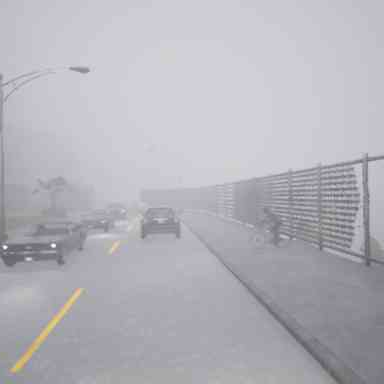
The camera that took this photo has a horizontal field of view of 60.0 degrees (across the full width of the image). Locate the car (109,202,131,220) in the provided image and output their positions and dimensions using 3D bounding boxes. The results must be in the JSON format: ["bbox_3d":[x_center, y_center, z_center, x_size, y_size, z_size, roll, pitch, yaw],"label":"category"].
[{"bbox_3d":[-7.486,1.812,32.735,2.097,1.767,4.553,-1,-1,-6],"label":"car"}]

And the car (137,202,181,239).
[{"bbox_3d":[-1.838,1.573,19.271,2.097,1.767,4.553,-1,-1,-6],"label":"car"}]

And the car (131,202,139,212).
[{"bbox_3d":[-7.122,2.097,44.994,1.812,1.442,4.674,0,-1,-35],"label":"car"}]

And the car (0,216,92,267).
[{"bbox_3d":[-5.352,1.827,12.657,1.895,1.301,4.718,-1,-1,-6],"label":"car"}]

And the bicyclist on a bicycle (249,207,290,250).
[{"bbox_3d":[3.014,1.414,12.878,1.656,1.620,0.582,-1,-1,-6],"label":"bicyclist on a bicycle"}]

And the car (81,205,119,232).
[{"bbox_3d":[-6.406,1.868,22.674,1.812,1.442,4.674,-1,-1,-6],"label":"car"}]
